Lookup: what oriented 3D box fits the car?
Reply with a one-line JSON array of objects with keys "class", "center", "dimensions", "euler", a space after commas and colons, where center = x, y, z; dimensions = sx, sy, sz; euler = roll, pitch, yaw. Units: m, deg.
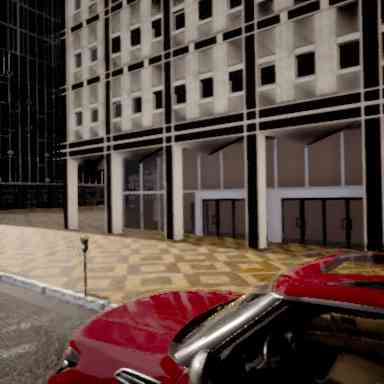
[{"class": "car", "center": [1.244, 1.315, 2.006], "dimensions": [5.009, 1.841, 2.192], "euler": [0, -1, 36]}]
